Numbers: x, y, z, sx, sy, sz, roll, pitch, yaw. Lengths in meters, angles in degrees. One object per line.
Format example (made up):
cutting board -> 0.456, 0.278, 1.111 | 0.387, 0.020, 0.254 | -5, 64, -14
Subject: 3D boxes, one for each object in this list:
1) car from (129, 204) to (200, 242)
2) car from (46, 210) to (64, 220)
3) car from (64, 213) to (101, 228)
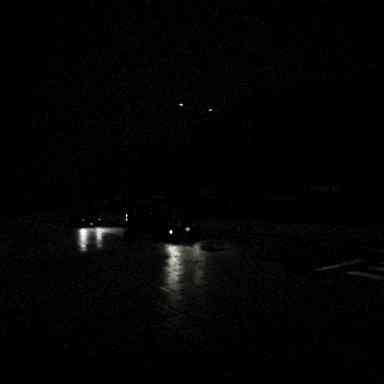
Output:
car -> -1.848, 1.741, 19.992 | 2.150, 2.045, 5.566 | 0, -2, -36
car -> -21.534, 3.597, 52.478 | 1.994, 1.385, 4.181 | 0, -2, -36
car -> -10.356, 2.676, 31.852 | 1.895, 1.301, 4.718 | 0, -2, -35
